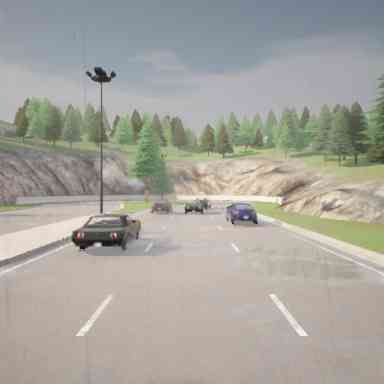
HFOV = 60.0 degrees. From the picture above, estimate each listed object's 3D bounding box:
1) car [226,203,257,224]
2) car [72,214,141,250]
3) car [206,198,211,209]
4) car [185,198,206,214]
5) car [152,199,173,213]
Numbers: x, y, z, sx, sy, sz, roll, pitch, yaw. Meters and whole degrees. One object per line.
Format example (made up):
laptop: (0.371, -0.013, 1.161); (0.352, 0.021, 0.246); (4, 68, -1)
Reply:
car: (3.601, 1.526, 24.485); (1.812, 1.442, 4.674); (0, 0, 0)
car: (-3.400, 1.601, 14.214); (1.895, 1.301, 4.718); (0, 0, 0)
car: (1.389, 1.492, 44.527); (2.128, 1.511, 4.902); (0, 0, 12)
car: (0.262, 1.601, 35.324); (1.895, 1.301, 4.718); (0, 0, 2)
car: (-3.214, 1.526, 36.192); (1.812, 1.442, 4.674); (0, 0, 2)
